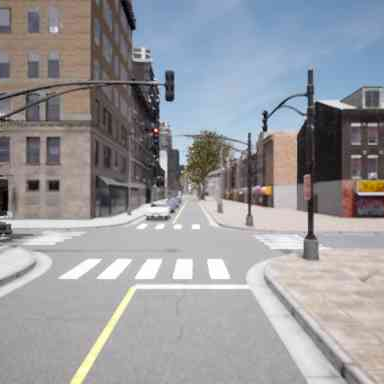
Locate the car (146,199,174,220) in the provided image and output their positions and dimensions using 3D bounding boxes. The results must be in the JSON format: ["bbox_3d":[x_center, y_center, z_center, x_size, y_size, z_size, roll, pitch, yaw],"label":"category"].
[{"bbox_3d":[-2.856,1.602,28.792,1.812,1.442,4.674,0,0,0],"label":"car"}]

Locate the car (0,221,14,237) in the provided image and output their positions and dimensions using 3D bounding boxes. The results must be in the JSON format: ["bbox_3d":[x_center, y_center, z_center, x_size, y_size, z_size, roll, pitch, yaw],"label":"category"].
[{"bbox_3d":[-11.144,1.531,15.085,5.357,1.411,2.033,0,-1,2],"label":"car"}]

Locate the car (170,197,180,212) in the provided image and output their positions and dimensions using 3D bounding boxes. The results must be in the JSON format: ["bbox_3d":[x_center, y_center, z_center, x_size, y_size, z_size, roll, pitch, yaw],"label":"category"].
[{"bbox_3d":[-2.858,1.647,38.571,2.033,1.411,5.357,0,0,0],"label":"car"}]

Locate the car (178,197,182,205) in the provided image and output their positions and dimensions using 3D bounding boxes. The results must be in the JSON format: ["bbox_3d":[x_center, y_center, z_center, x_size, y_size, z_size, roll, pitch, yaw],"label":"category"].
[{"bbox_3d":[-2.828,1.653,48.870,1.812,1.442,4.674,0,0,0],"label":"car"}]
